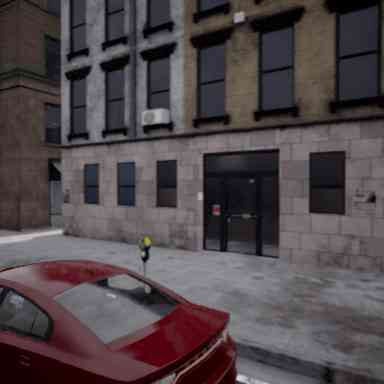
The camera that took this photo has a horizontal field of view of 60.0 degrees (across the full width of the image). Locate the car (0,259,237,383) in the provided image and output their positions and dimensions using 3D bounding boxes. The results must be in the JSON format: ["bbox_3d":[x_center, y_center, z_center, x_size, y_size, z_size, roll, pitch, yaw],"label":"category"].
[{"bbox_3d":[-1.718,1.486,3.865,4.507,1.381,1.887,1,1,32],"label":"car"}]
